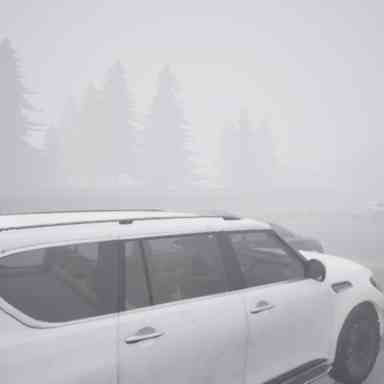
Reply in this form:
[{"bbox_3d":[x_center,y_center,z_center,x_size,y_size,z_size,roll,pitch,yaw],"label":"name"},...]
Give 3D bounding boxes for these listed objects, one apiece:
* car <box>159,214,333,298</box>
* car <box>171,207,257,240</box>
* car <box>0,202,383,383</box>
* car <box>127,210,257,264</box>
[{"bbox_3d":[1.674,1.503,9.234,4.892,1.490,1.837,0,0,-35],"label":"car"},{"bbox_3d":[1.193,1.560,17.492,4.181,1.385,1.994,0,0,-35],"label":"car"},{"bbox_3d":[-0.074,1.221,3.693,5.566,2.045,2.150,0,0,-35],"label":"car"},{"bbox_3d":[0.124,1.523,12.447,4.674,1.442,1.812,0,0,-36],"label":"car"}]
